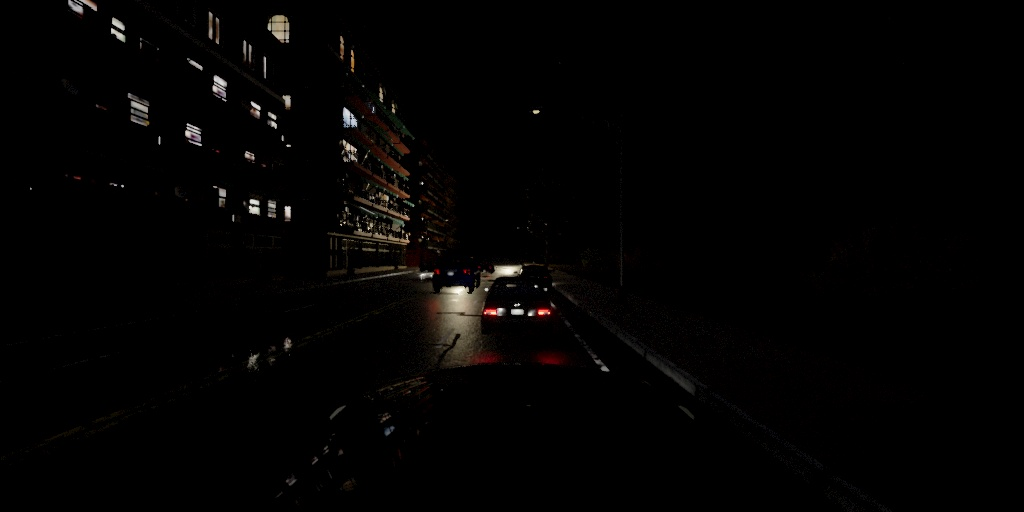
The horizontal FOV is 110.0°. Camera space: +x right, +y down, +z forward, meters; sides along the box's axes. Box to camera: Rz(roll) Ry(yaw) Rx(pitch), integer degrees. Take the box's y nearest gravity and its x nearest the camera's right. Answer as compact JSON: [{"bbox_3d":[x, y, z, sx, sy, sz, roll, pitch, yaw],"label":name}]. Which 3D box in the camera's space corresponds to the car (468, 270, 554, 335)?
[{"bbox_3d":[0.121,1.299,10.521,2.033,1.411,5.357,0,0,0],"label":"car"}]

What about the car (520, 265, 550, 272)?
[{"bbox_3d":[1.178,1.257,20.209,1.837,1.490,4.892,0,0,0],"label":"car"}]

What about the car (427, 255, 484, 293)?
[{"bbox_3d":[-3.107,0.975,20.940,2.150,2.045,5.566,0,0,0],"label":"car"}]

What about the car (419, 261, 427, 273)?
[{"bbox_3d":[-9.756,1.298,43.669,2.033,1.411,5.357,0,0,0],"label":"car"}]

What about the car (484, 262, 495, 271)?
[{"bbox_3d":[-3.057,1.352,42.323,1.895,1.301,4.718,0,0,0],"label":"car"}]
